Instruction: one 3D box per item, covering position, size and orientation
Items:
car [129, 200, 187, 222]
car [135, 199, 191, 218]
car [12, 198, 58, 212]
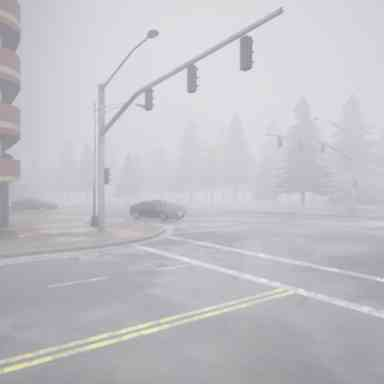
[{"bbox_3d":[-2.791,1.443,25.823,4.902,1.511,2.128,0,0,38],"label":"car"},{"bbox_3d":[-2.720,1.446,30.378,4.902,1.511,2.128,0,0,35],"label":"car"},{"bbox_3d":[-17.560,1.427,37.286,5.008,1.535,1.882,0,0,11],"label":"car"}]
